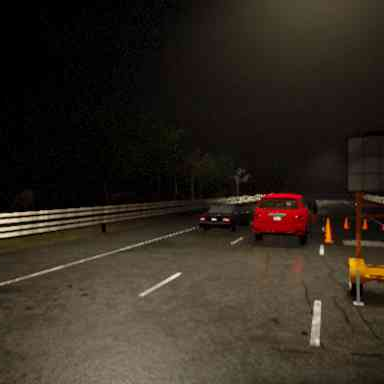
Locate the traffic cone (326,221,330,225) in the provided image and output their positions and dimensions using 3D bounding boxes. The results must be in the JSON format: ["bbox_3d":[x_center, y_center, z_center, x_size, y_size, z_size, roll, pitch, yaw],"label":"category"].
[{"bbox_3d":[6.708,1.863,16.337,0.340,0.580,0.340,0,0,22],"label":"traffic cone"}]

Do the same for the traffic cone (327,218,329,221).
[{"bbox_3d":[7.456,1.853,18.192,0.340,0.580,0.340,0,0,22],"label":"traffic cone"}]

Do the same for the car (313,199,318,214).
[{"bbox_3d":[11.339,1.287,32.922,1.882,1.535,5.008,0,0,22],"label":"car"}]

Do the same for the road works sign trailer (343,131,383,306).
[{"bbox_3d":[4.720,0.424,7.426,2.380,3.560,2.880,0,0,22],"label":"road works sign trailer"}]

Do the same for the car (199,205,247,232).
[{"bbox_3d":[2.057,1.434,19.271,2.033,1.411,5.357,0,0,22],"label":"car"}]

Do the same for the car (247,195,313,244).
[{"bbox_3d":[4.374,1.132,15.690,2.150,2.045,5.566,0,0,22],"label":"car"}]

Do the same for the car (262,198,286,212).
[{"bbox_3d":[9.168,1.383,36.895,1.895,1.301,4.718,0,0,22],"label":"car"}]

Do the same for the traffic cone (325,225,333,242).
[{"bbox_3d":[5.960,1.874,14.483,0.340,0.580,0.340,0,0,22],"label":"traffic cone"}]
